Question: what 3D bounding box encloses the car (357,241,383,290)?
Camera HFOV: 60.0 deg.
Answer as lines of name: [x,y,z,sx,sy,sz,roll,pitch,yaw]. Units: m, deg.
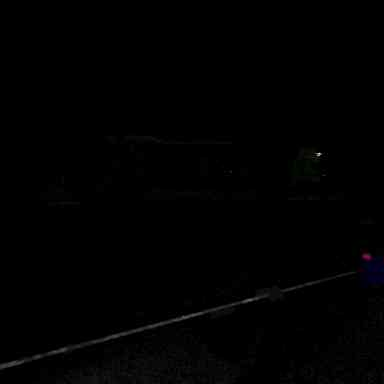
car: [5.768,1.534,7.859,4.181,1.385,1.994,0,0,-35]
